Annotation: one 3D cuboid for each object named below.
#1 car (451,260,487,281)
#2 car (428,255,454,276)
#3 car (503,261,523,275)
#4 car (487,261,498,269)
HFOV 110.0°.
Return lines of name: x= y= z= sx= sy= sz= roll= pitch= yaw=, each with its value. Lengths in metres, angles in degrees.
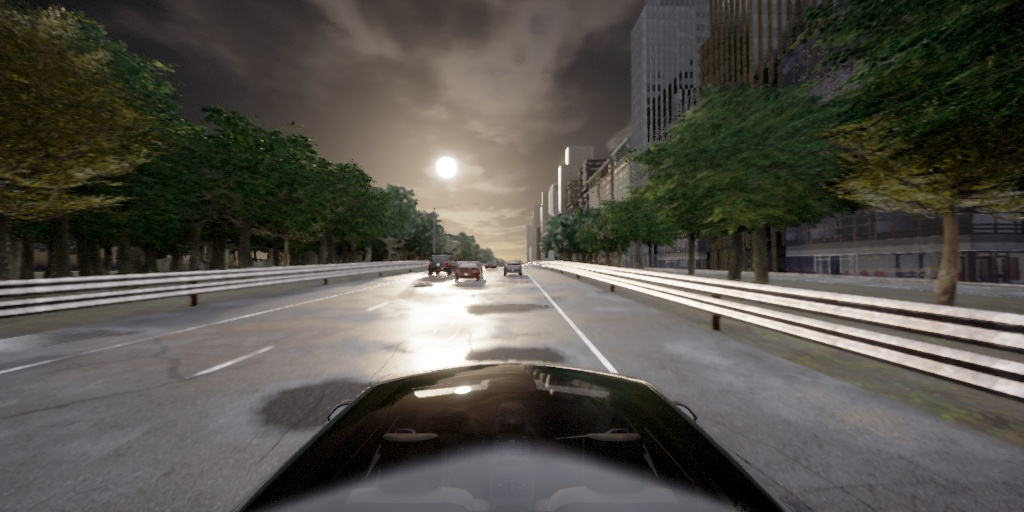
car: x=-3.412 y=1.191 z=29.198 sx=1.882 sy=1.535 sz=5.008 roll=0 pitch=0 yaw=0
car: x=-6.914 y=0.943 z=36.186 sx=2.150 sy=2.045 sz=5.566 roll=0 pitch=0 yaw=0
car: x=0.085 y=1.224 z=38.287 sx=2.128 sy=1.511 sz=4.902 roll=0 pitch=0 yaw=0
car: x=-3.423 y=1.566 z=60.229 sx=1.895 sy=1.301 sz=4.718 roll=0 pitch=-1 yaw=0
